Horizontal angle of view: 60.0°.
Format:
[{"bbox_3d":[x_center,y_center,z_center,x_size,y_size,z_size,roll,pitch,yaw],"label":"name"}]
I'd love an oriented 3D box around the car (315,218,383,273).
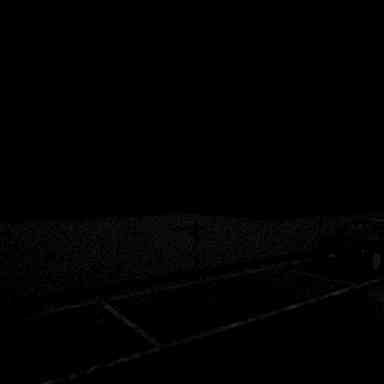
[{"bbox_3d":[5.770,1.542,10.647,4.507,1.381,1.887,0,0,-35],"label":"car"}]
